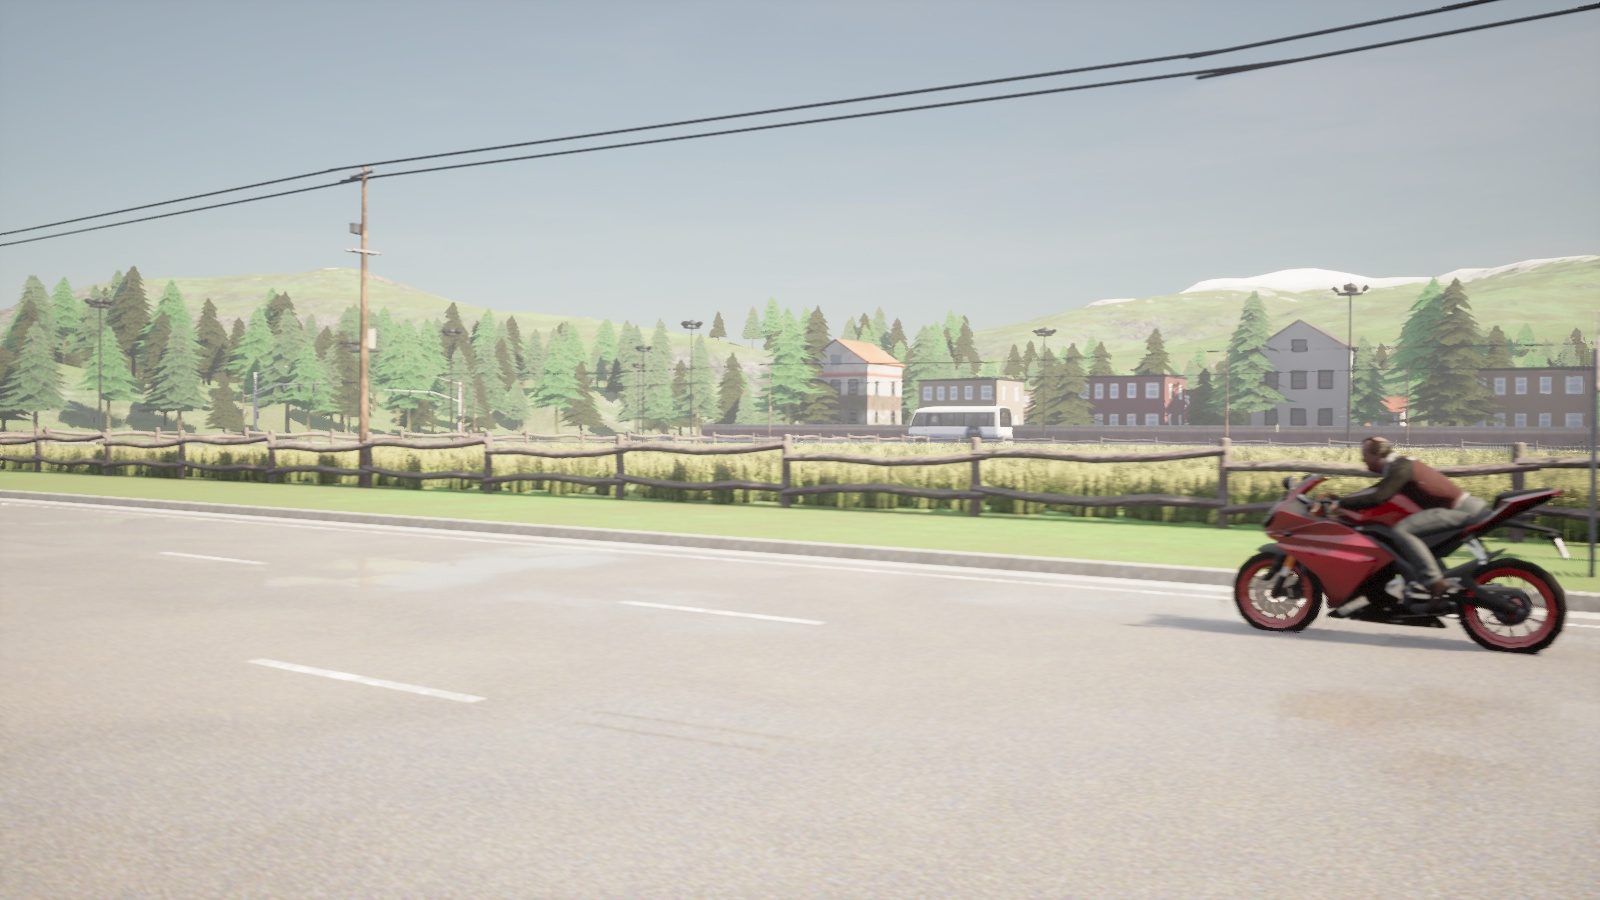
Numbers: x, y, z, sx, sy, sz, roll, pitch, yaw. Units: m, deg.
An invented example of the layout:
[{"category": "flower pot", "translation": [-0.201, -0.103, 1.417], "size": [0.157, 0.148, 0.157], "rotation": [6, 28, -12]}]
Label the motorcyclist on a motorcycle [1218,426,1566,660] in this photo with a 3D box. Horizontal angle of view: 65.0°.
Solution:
[{"category": "motorcyclist on a motorcycle", "translation": [4.294, 0.604, 9.175], "size": [2.191, 1.530, 0.866], "rotation": [0, 1, 34]}]
